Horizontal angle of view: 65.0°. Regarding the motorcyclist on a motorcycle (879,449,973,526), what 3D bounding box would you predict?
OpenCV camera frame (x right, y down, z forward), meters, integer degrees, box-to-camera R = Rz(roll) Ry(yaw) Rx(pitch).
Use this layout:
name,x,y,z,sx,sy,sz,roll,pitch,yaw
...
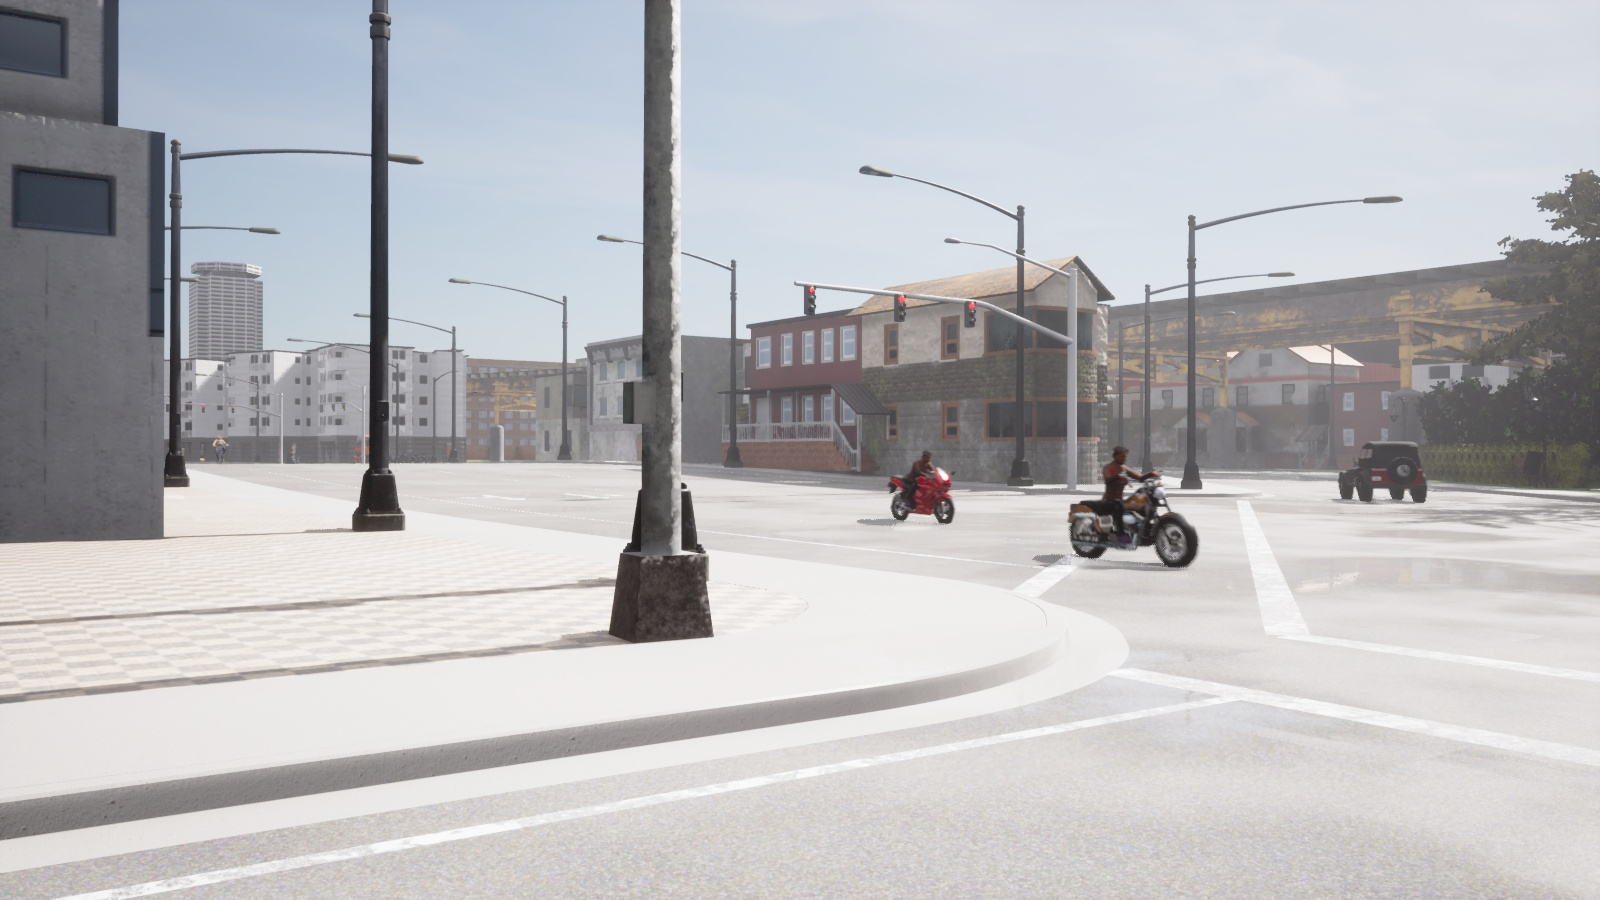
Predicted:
name,x,y,z,sx,sy,sz,roll,pitch,yaw
motorcyclist on a motorcycle,2.606,0.755,26.165,0.797,1.523,2.044,0,0,-35

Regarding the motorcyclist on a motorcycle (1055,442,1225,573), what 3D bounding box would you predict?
name,x,y,z,sx,sy,sz,roll,pitch,yaw
motorcyclist on a motorcycle,4.561,0.727,17.039,0.766,1.649,2.350,-1,0,-30

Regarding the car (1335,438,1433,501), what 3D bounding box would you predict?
name,x,y,z,sx,sy,sz,roll,pitch,yaw
car,18.579,0.597,40.093,1.905,1.878,3.866,0,0,10
